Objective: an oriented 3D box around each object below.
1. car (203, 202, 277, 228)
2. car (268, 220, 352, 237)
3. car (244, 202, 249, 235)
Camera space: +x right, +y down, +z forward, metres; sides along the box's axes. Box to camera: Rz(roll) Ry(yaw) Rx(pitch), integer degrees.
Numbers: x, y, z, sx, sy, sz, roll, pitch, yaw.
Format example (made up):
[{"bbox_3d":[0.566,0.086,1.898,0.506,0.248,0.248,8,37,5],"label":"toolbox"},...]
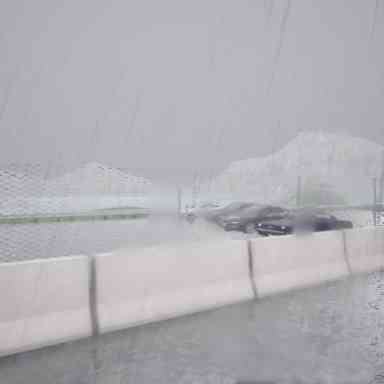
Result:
[{"bbox_3d":[3.304,1.476,22.542,4.892,1.490,1.837,0,0,-30],"label":"car"},{"bbox_3d":[5.289,1.585,15.617,4.718,1.301,1.895,0,0,-31],"label":"car"},{"bbox_3d":[3.809,1.482,18.787,4.892,1.490,1.837,0,0,-31],"label":"car"}]
